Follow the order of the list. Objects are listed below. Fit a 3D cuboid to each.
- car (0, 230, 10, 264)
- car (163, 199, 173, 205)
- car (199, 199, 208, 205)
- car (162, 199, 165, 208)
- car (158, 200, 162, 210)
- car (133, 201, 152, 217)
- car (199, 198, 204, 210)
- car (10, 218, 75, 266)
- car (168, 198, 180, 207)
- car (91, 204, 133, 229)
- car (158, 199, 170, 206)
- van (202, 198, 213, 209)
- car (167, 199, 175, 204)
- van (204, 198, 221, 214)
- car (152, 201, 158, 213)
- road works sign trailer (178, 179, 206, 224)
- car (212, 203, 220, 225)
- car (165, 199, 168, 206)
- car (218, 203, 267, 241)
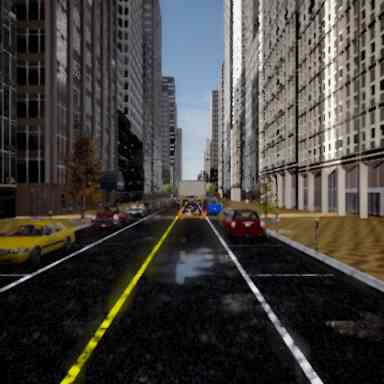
[{"bbox_3d":[-5.703,1.505,6.458,1.967,1.590,4.097,-1,-1,0],"label":"car"},{"bbox_3d":[-5.749,2.346,80.340,2.008,1.369,4.403,-1,-1,0],"label":"car"},{"bbox_3d":[2.631,2.346,80.345,2.008,1.369,4.403,-1,-1,0],"label":"car"},{"bbox_3d":[-5.732,2.065,51.923,2.008,1.369,4.403,-1,-1,0],"label":"car"},{"bbox_3d":[-5.728,2.003,46.240,1.887,1.381,4.507,-1,-1,0],"label":"car"},{"bbox_3d":[-5.721,1.897,34.873,2.008,1.369,4.403,-1,-1,0],"label":"car"},{"bbox_3d":[2.647,1.830,51.931,2.192,1.841,5.009,-1,-1,0],"label":"car"},{"bbox_3d":[-5.706,1.645,11.970,1.752,1.417,4.829,-1,-1,0],"label":"car"},{"bbox_3d":[-3.051,2.194,65.316,2.033,1.411,5.357,0,-1,0],"label":"car"},{"bbox_3d":[-5.714,1.674,23.508,1.967,1.590,4.097,-1,-1,0],"label":"car"},{"bbox_3d":[-5.742,2.234,68.974,2.008,1.369,4.403,-1,-1,0],"label":"car"},{"bbox_3d":[2.644,1.912,57.614,1.690,1.788,3.998,-1,-1,0],"label":"van"},{"bbox_3d":[-5.756,2.488,91.706,1.802,1.307,4.206,-1,-1,0],"label":"car"},{"bbox_3d":[2.655,1.744,40.564,1.690,1.788,3.998,-1,-1,0],"label":"van"},{"bbox_3d":[-5.724,1.968,40.557,1.947,1.339,4.313,-1,-1,0],"label":"car"},{"bbox_3d":[-0.017,0.742,27.920,2.380,3.560,2.880,0,-1,0],"label":"road works sign trailer"},{"bbox_3d":[2.667,1.761,23.682,1.752,1.417,4.829,-1,-1,0],"label":"car"},{"bbox_3d":[-5.735,2.153,57.607,1.802,1.307,4.206,-1,-1,0],"label":"car"},{"bbox_3d":[2.670,1.618,17.830,1.967,1.590,4.097,-1,-1,0],"label":"car"}]
